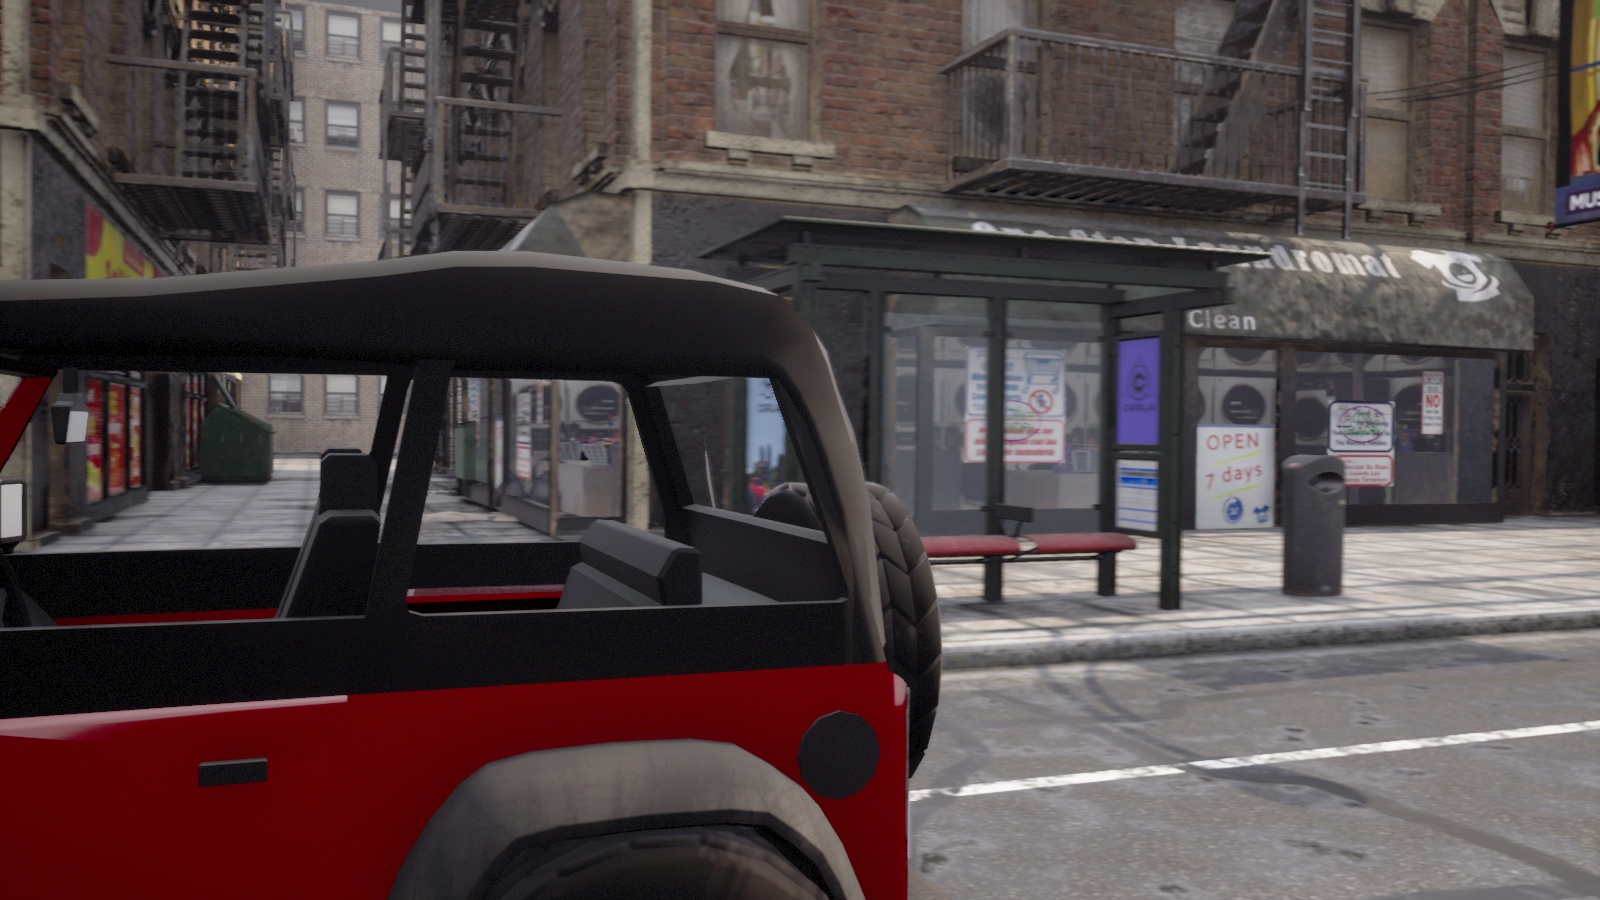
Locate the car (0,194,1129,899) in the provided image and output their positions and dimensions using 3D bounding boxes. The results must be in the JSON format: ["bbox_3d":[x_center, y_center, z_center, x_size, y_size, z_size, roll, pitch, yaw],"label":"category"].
[{"bbox_3d":[-1.503,0.567,2.666,3.866,1.878,1.905,-1,1,-21],"label":"car"}]
